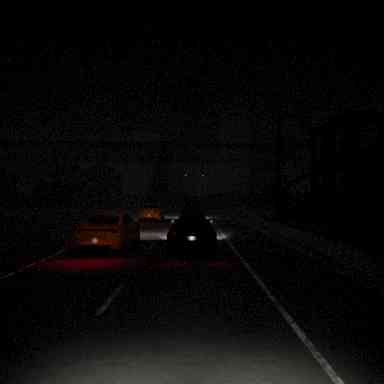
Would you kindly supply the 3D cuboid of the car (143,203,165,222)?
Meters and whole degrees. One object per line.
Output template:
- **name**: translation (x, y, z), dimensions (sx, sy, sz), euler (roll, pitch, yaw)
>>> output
- **car**: translation (-3.520, 1.751, 29.471), dimensions (1.882, 1.535, 5.008), euler (0, 0, -1)

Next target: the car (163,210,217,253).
- **car**: translation (0.002, 1.698, 14.321), dimensions (1.994, 1.385, 4.181), euler (0, 0, 0)

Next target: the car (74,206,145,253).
- **car**: translation (-3.497, 1.613, 14.474), dimensions (1.882, 1.535, 5.008), euler (0, 0, 0)

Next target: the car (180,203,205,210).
- **car**: translation (0.042, 1.779, 29.286), dimensions (1.837, 1.490, 4.892), euler (0, 0, 2)
